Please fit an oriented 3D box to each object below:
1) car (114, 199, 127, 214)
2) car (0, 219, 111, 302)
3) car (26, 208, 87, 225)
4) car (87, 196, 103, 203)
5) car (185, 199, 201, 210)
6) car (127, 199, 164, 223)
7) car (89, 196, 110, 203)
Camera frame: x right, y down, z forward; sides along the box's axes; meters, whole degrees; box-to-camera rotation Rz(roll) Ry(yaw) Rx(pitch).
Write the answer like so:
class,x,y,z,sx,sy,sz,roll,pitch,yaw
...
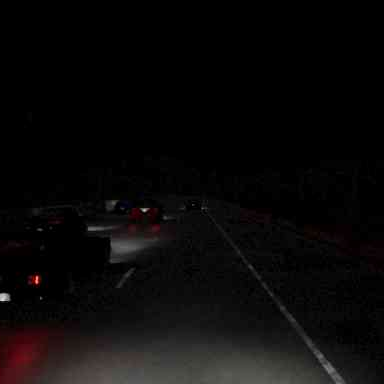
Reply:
class,x,y,z,sx,sy,sz,roll,pitch,yaw
car,-6.887,1.482,35.467,1.882,1.535,5.008,0,0,0
car,-3.398,1.602,8.201,1.895,1.301,4.718,0,0,0
car,-6.897,1.528,17.280,1.812,1.442,4.674,0,0,0
car,-20.240,1.532,69.717,1.812,1.442,4.674,0,0,2
car,0.179,1.569,42.845,1.994,1.385,4.181,0,0,1
car,-3.396,1.355,25.953,2.097,1.767,4.553,0,0,0
car,-13.824,1.512,51.329,1.837,1.490,4.892,0,0,2
